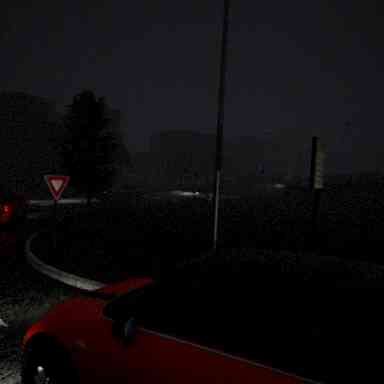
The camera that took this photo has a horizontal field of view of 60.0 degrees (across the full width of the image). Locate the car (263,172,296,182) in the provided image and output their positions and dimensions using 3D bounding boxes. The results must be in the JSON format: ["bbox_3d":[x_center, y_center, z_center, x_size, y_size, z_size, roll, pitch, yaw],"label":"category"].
[{"bbox_3d":[15.648,-2.657,59.426,5.366,1.575,1.946,1,5,29],"label":"car"}]

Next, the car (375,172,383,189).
[{"bbox_3d":[21.468,-1.230,41.831,4.553,1.767,2.185,3,6,31],"label":"car"}]

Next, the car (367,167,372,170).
[{"bbox_3d":[40.076,-4.741,80.331,5.008,1.535,2.097,2,5,30],"label":"car"}]

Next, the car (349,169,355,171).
[{"bbox_3d":[33.359,-4.172,74.683,4.674,1.452,2.002,1,5,30],"label":"car"}]

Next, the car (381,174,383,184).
[{"bbox_3d":[30.843,-1.859,49.365,4.792,1.488,2.163,3,6,30],"label":"car"}]

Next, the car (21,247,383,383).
[{"bbox_3d":[0.389,1.346,3.135,4.553,1.767,2.097,0,0,35],"label":"car"}]

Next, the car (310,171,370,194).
[{"bbox_3d":[16.794,-0.963,38.065,5.566,2.045,2.435,3,7,31],"label":"car"}]

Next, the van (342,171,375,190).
[{"bbox_3d":[19.054,-1.137,39.985,4.442,1.987,1.878,3,7,31],"label":"van"}]

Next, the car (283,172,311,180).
[{"bbox_3d":[19.971,-3.019,63.305,4.792,1.488,2.163,1,5,30],"label":"car"}]

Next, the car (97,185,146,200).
[{"bbox_3d":[-7.115,-0.015,33.418,4.718,1.301,1.895,-3,5,-40],"label":"car"}]

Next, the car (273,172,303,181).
[{"bbox_3d":[17.710,-2.854,61.425,5.008,1.535,2.097,1,5,29],"label":"car"}]

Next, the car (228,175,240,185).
[{"bbox_3d":[4.348,-1.798,49.926,4.553,1.767,2.185,1,5,29],"label":"car"}]

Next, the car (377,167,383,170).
[{"bbox_3d":[44.540,-5.314,84.083,5.566,2.045,2.435,2,5,30],"label":"car"}]

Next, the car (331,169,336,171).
[{"bbox_3d":[26.649,-3.634,68.996,4.892,1.521,2.231,1,5,30],"label":"car"}]

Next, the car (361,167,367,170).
[{"bbox_3d":[37.844,-4.571,78.439,5.008,1.535,2.097,2,5,30],"label":"car"}]

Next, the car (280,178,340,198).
[{"bbox_3d":[12.150,-0.322,34.339,5.008,1.535,2.097,3,6,31],"label":"car"}]

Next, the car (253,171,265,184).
[{"bbox_3d":[8.815,-2.192,53.761,4.553,1.767,2.185,1,5,29],"label":"car"}]

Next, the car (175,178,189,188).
[{"bbox_3d":[-0.137,-1.239,46.118,4.674,1.452,2.002,1,5,29],"label":"car"}]

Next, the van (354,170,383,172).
[{"bbox_3d":[23.932,-1.518,43.625,4.442,1.987,1.878,3,6,31],"label":"van"}]

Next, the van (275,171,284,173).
[{"bbox_3d":[13.151,-2.689,57.654,4.442,1.987,1.878,1,5,29],"label":"van"}]

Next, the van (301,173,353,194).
[{"bbox_3d":[14.588,-0.735,36.127,4.442,1.987,1.878,3,6,31],"label":"van"}]

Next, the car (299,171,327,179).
[{"bbox_3d":[24.414,-3.439,67.107,4.892,1.521,2.231,1,6,30],"label":"car"}]

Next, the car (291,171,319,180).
[{"bbox_3d":[22.173,-3.245,65.222,5.008,1.535,2.097,1,5,30],"label":"car"}]

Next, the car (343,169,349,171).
[{"bbox_3d":[31.141,-4.147,72.756,4.553,1.767,2.185,1,5,30],"label":"car"}]

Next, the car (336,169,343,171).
[{"bbox_3d":[28.885,-3.830,70.890,5.008,1.535,2.097,1,5,30],"label":"car"}]

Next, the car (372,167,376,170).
[{"bbox_3d":[42.166,-4.915,82.302,5.366,1.575,1.946,2,5,30],"label":"car"}]

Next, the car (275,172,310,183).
[{"bbox_3d":[15.885,-1.894,51.835,5.357,1.411,2.033,-4,6,-36],"label":"car"}]

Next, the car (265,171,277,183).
[{"bbox_3d":[11.023,-2.266,55.711,5.008,1.535,2.097,1,5,29],"label":"car"}]

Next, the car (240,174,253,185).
[{"bbox_3d":[6.532,-1.842,51.887,4.792,1.488,2.163,1,5,29],"label":"car"}]

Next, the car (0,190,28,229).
[{"bbox_3d":[-9.511,0.664,16.356,2.097,1.767,4.553,2,2,-18],"label":"car"}]

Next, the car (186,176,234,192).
[{"bbox_3d":[2.310,-0.813,41.515,5.357,1.411,2.033,-5,7,-41],"label":"car"}]
